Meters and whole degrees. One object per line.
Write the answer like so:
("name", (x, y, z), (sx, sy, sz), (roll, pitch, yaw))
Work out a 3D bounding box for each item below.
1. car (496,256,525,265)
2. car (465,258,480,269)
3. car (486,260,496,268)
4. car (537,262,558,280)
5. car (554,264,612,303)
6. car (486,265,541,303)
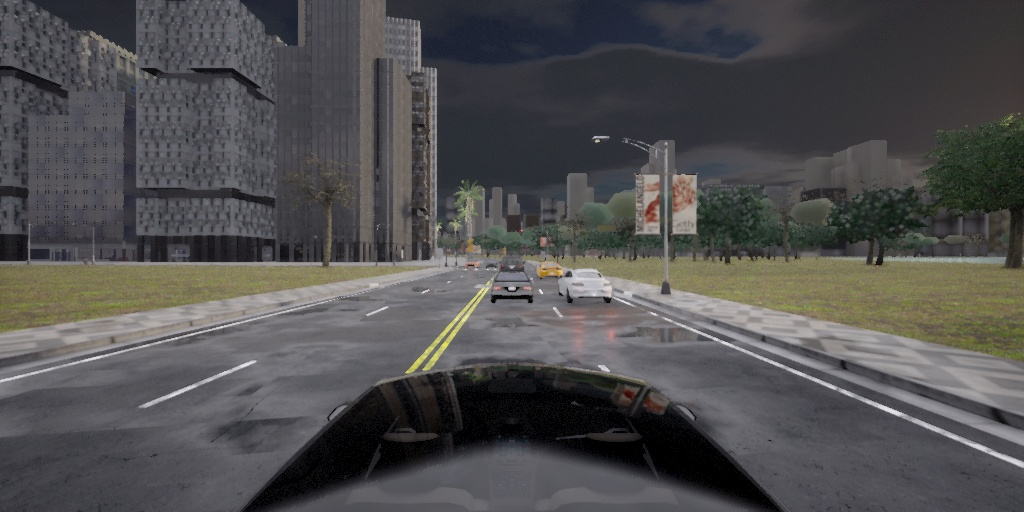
("car", (0.000, 1.028, 31.531), (2.150, 2.045, 5.566), (0, 0, 0))
("car", (-6.500, 1.200, 58.781), (2.097, 1.767, 4.553), (0, 0, 0))
("car", (-3.250, 1.398, 58.751), (2.033, 1.411, 5.357), (0, 0, 0))
("car", (3.250, 1.255, 31.500), (1.882, 1.535, 5.008), (0, 0, 0))
("car", (3.250, 1.289, 16.501), (1.812, 1.442, 4.674), (0, 0, 0))
("car", (0.000, 1.319, 16.501), (2.033, 1.411, 5.357), (0, 0, 0))
